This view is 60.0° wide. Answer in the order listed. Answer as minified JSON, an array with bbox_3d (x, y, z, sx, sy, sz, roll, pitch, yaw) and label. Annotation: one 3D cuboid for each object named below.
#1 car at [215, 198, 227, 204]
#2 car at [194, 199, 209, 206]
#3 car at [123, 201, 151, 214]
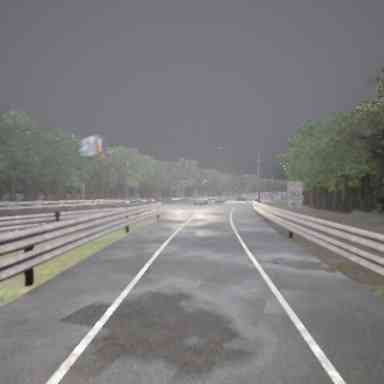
[{"bbox_3d":[7.220,2.212,82.232,1.895,1.301,4.718,0,0,18],"label":"car"},{"bbox_3d":[1.898,2.002,66.058,2.033,1.411,5.357,0,-1,18],"label":"car"},{"bbox_3d":[-6.564,1.825,40.329,2.033,1.411,5.357,-1,0,18],"label":"car"}]
